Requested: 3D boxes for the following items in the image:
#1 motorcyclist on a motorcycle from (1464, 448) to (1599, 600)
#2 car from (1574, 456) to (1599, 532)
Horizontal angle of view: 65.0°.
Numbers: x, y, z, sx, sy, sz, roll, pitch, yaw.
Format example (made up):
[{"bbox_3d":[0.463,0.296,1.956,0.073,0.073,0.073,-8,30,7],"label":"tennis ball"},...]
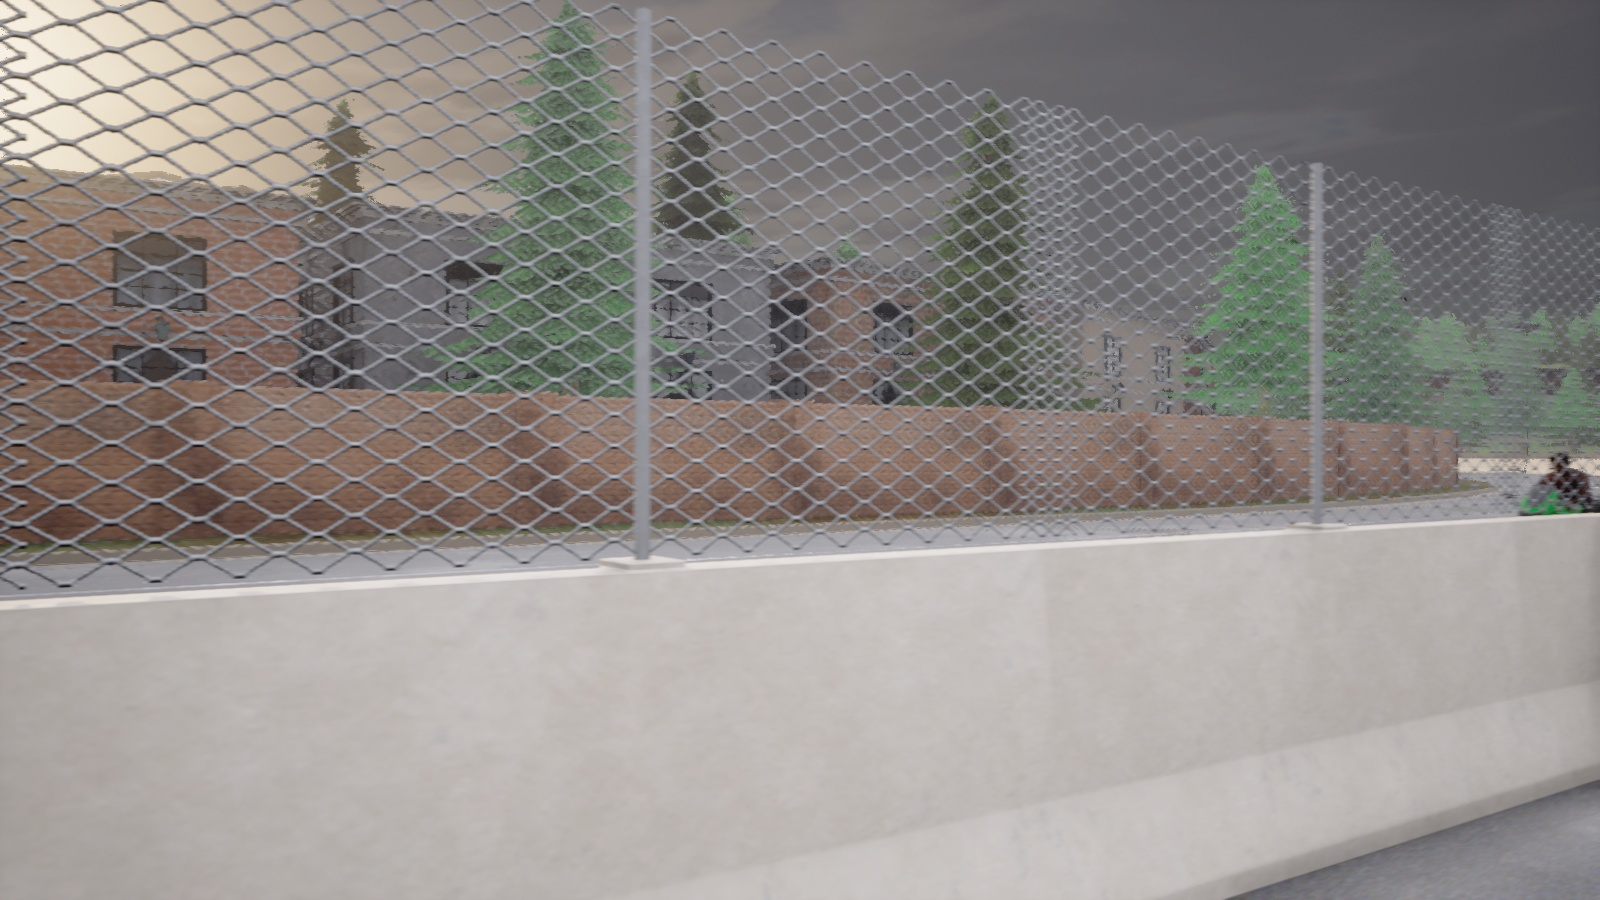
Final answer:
[{"bbox_3d":[8.085,0.743,13.512,2.044,1.523,0.797,0,0,-34],"label":"motorcyclist on a motorcycle"},{"bbox_3d":[17.365,0.816,24.650,5.357,1.411,2.033,0,0,-39],"label":"car"}]
